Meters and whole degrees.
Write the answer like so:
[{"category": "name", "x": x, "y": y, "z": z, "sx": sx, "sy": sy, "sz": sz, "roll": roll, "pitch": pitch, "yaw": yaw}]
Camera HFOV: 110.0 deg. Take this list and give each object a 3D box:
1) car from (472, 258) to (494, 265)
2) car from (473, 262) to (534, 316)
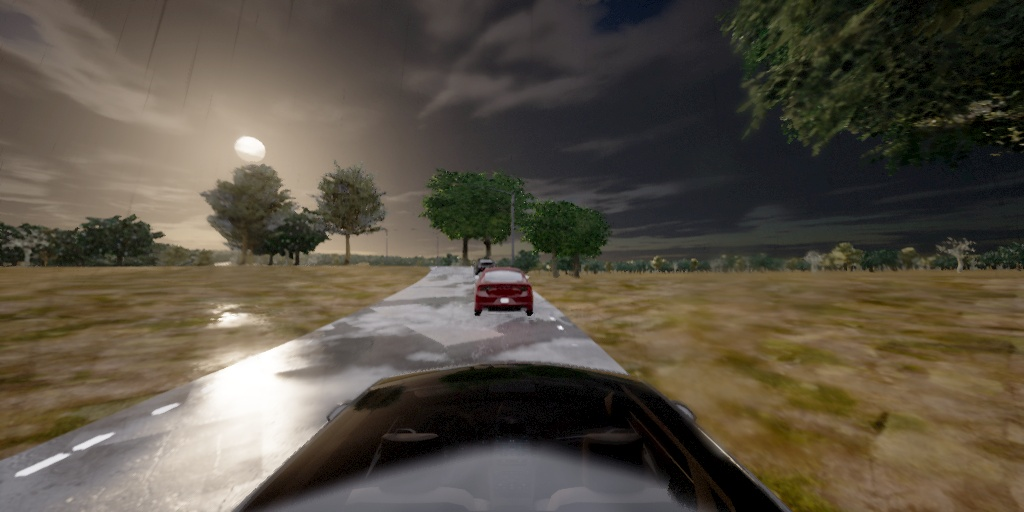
[{"category": "car", "x": -2.530, "y": 0.968, "z": 33.006, "sx": 1.837, "sy": 1.490, "sz": 4.892, "roll": 0, "pitch": 0, "yaw": -10}, {"category": "car", "x": -0.360, "y": 1.147, "z": 13.134, "sx": 1.882, "sy": 1.535, "sz": 5.008, "roll": 0, "pitch": 1, "yaw": -3}]
